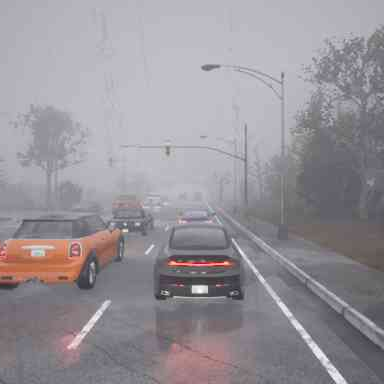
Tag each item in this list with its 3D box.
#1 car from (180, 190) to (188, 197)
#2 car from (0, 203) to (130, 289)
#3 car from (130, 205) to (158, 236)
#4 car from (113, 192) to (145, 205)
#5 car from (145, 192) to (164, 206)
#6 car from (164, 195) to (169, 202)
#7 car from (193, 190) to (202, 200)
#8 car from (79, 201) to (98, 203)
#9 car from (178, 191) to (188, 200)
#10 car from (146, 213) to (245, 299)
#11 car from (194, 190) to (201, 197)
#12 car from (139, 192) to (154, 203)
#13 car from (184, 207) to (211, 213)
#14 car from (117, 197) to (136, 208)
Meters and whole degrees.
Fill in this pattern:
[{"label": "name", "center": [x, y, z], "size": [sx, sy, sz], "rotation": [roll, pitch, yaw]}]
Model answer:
[{"label": "car", "center": [-2.015, 0.341, 85.657], "size": [1.812, 1.442, 4.674], "rotation": [0, 3, 1]}, {"label": "car", "center": [-3.325, 1.352, 9.351], "size": [2.097, 1.767, 4.553], "rotation": [0, 0, 1]}, {"label": "car", "center": [-3.242, 1.601, 18.437], "size": [1.895, 1.301, 4.718], "rotation": [0, 0, 0]}, {"label": "car", "center": [-6.622, 1.223, 34.136], "size": [2.150, 2.045, 5.566], "rotation": [0, 0, 1]}, {"label": "car", "center": [-6.237, 1.222, 53.404], "size": [2.150, 2.045, 5.566], "rotation": [0, 0, 1]}, {"label": "car", "center": [-5.847, 1.383, 68.802], "size": [1.994, 1.385, 4.181], "rotation": [0, 1, 1]}, {"label": "car", "center": [1.281, 1.053, 75.173], "size": [2.033, 1.411, 5.357], "rotation": [0, 3, 1]}, {"label": "car", "center": [-10.156, 1.547, 32.470], "size": [2.033, 1.411, 5.357], "rotation": [0, 0, 1]}, {"label": "car", "center": [-2.218, 1.013, 75.239], "size": [1.837, 1.490, 4.892], "rotation": [0, 3, 1]}, {"label": "car", "center": [0.164, 1.505, 8.410], "size": [1.837, 1.490, 4.892], "rotation": [0, 0, 1]}, {"label": "car", "center": [1.485, 0.316, 85.587], "size": [1.837, 1.490, 4.892], "rotation": [0, 3, 1]}, {"label": "car", "center": [-9.350, 1.057, 68.569], "size": [2.150, 2.045, 5.566], "rotation": [0, 2, 1]}, {"label": "car", "center": [0.260, 1.526, 17.484], "size": [1.812, 1.442, 4.674], "rotation": [0, 0, 3]}, {"label": "car", "center": [-9.799, 1.504, 50.442], "size": [1.837, 1.490, 4.892], "rotation": [0, 0, 1]}]
